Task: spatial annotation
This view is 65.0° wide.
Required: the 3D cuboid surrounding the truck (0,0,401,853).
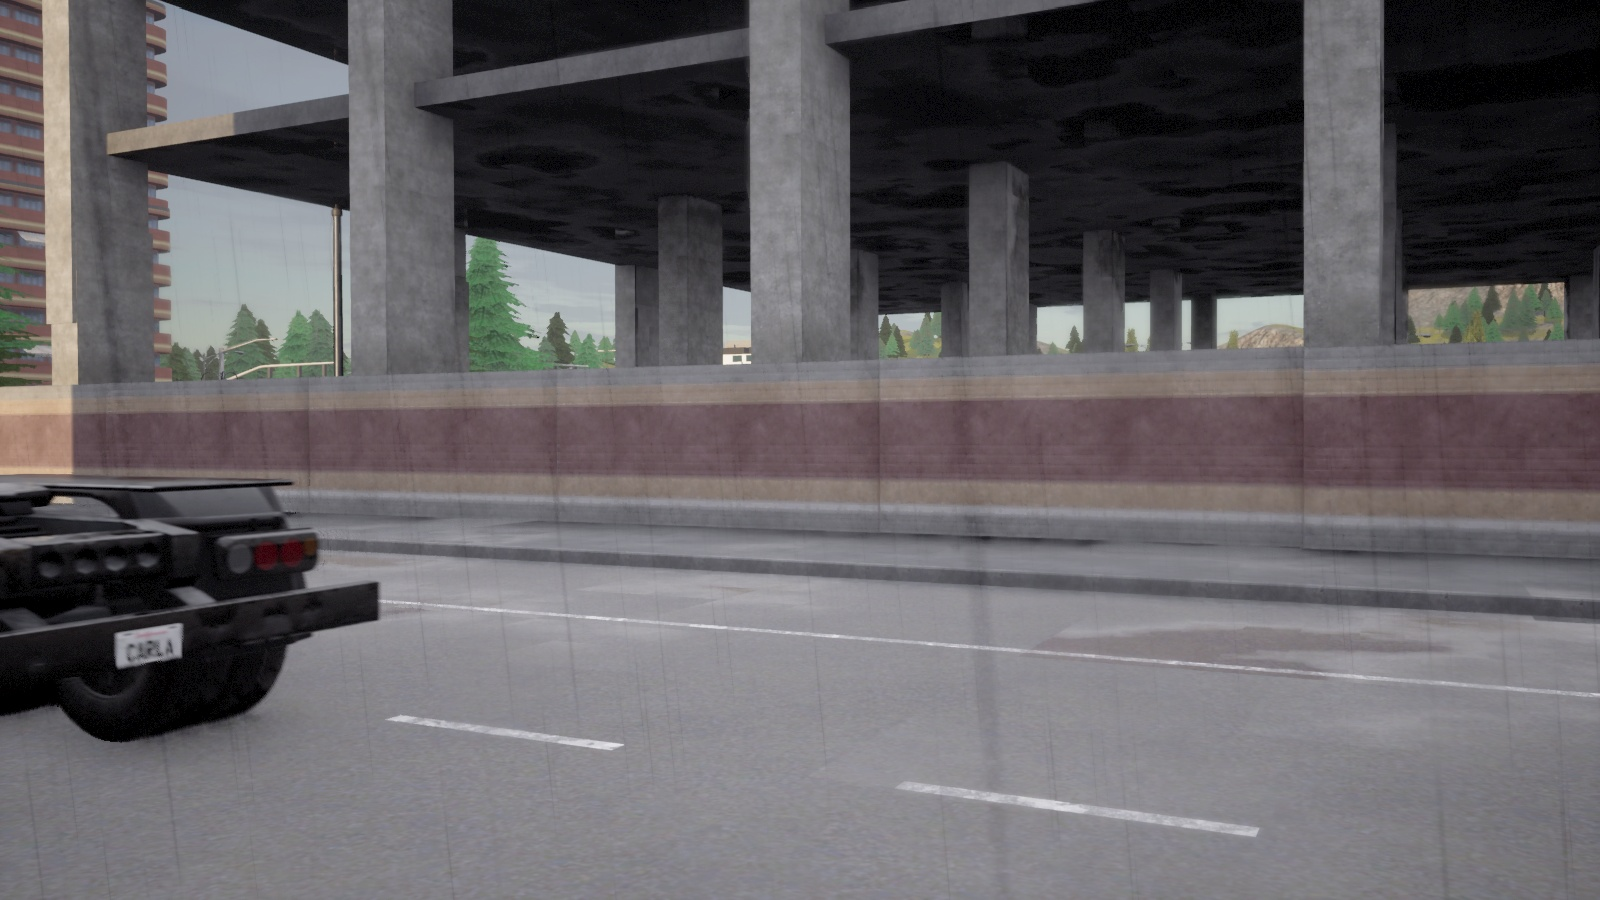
[{"bbox_3d":[-6.240,-0.290,6.922,7.936,3.462,2.891,1,1,27],"label":"truck"}]
